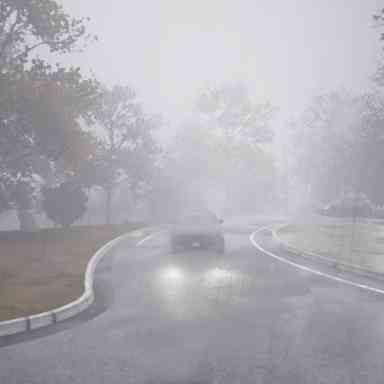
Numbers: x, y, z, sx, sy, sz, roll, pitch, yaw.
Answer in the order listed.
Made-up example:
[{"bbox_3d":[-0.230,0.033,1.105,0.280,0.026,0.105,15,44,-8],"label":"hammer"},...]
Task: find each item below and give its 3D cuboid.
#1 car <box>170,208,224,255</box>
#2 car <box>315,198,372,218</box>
[{"bbox_3d":[0.213,1.470,13.521,1.882,1.535,5.008,-1,0,2],"label":"car"},{"bbox_3d":[13.374,1.321,29.503,4.553,1.767,2.097,0,0,-7],"label":"car"}]
